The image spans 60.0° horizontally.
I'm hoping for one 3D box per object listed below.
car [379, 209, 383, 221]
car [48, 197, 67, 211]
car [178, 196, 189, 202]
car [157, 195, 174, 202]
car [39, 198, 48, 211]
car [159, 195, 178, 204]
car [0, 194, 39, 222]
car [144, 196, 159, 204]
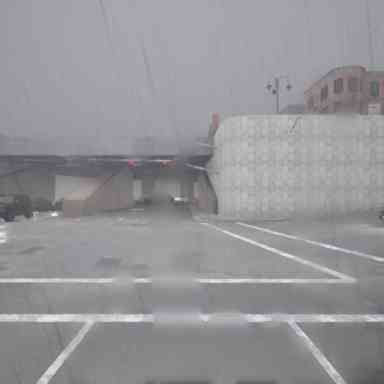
[{"bbox_3d":[12.783,0.873,18.231,4.674,1.442,1.812,-7,0,-1],"label":"car"},{"bbox_3d":[-15.025,1.354,39.919,2.097,1.767,4.553,0,0,-1],"label":"car"},{"bbox_3d":[-2.287,1.524,75.182,1.812,1.442,4.674,0,0,28],"label":"car"},{"bbox_3d":[-5.967,1.500,75.436,1.837,1.490,4.892,0,0,24],"label":"car"},{"bbox_3d":[-18.537,1.489,40.215,2.128,1.511,4.902,0,0,-2],"label":"car"},{"bbox_3d":[-4.591,1.491,65.168,2.128,1.511,4.902,0,0,4],"label":"car"},{"bbox_3d":[-14.567,1.222,26.342,2.150,2.045,5.566,0,0,-3],"label":"car"},{"bbox_3d":[-8.112,1.547,65.004,2.033,1.411,5.357,0,0,4],"label":"car"}]
